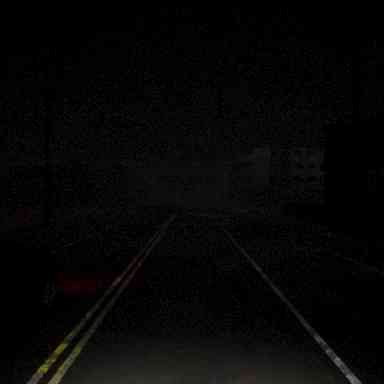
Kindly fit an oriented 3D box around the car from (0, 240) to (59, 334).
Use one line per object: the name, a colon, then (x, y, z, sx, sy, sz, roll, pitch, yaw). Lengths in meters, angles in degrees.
car: (-3.588, 1.527, 4.988, 1.812, 1.442, 4.674, 0, 0, 0)
